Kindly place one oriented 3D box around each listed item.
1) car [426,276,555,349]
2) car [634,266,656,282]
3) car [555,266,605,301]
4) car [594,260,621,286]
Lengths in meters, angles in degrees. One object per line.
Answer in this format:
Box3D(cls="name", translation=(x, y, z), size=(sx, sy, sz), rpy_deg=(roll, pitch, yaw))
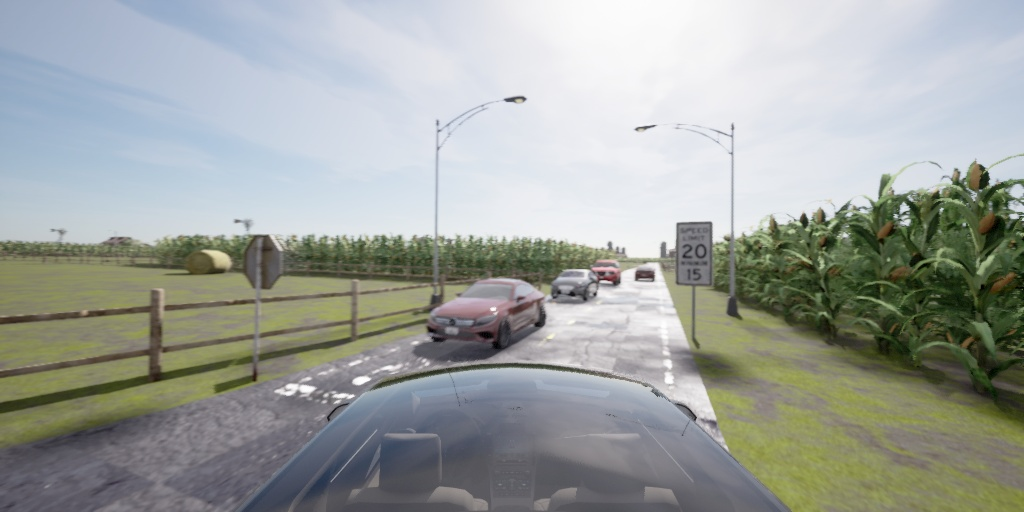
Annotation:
Box3D(cls="car", translation=(-0.405, 1.368, 9.766), size=(1.812, 1.442, 4.674), rpy_deg=(0, -1, 22))
Box3D(cls="car", translation=(13.849, 1.785, 37.342), size=(1.882, 1.535, 5.008), rpy_deg=(0, -1, 23))
Box3D(cls="car", translation=(3.474, 1.488, 19.383), size=(2.128, 1.511, 4.902), rpy_deg=(0, -1, 22))
Box3D(cls="car", translation=(8.082, 1.399, 30.777), size=(2.150, 2.045, 5.566), rpy_deg=(0, -1, 22))
